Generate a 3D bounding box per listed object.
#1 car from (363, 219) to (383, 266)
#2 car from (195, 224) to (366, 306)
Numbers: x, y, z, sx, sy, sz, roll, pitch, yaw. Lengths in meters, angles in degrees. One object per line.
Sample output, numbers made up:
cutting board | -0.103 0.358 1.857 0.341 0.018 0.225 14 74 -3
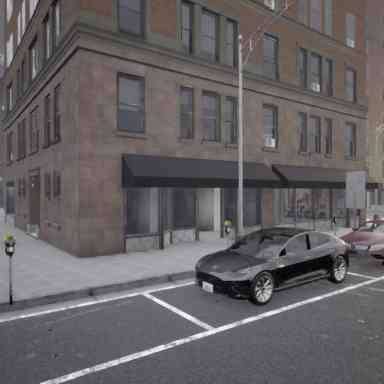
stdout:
car | 6.550 1.582 11.274 4.206 1.307 1.802 0 0 -36
car | 2.088 1.566 8.056 4.313 1.339 1.947 0 0 -36
